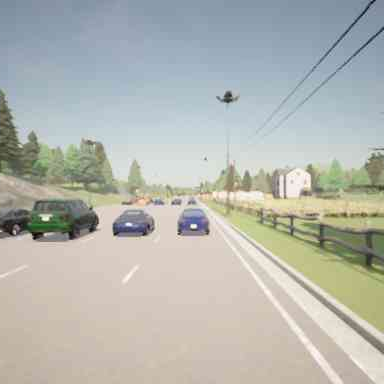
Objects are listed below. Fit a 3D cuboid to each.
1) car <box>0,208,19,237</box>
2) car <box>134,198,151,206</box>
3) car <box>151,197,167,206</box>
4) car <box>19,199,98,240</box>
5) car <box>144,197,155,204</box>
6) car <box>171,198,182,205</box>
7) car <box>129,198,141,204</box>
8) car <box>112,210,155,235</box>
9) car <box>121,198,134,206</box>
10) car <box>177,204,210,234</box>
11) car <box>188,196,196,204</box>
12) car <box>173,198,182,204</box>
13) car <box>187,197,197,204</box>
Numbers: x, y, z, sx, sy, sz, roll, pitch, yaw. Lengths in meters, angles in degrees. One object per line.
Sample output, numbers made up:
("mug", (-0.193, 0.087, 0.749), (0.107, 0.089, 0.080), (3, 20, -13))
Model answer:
("car", (-10.400, 1.681, 19.352), (1.837, 1.490, 4.892), (0, -1, 0))
("car", (-10.503, 1.996, 71.829), (2.097, 1.767, 4.553), (0, -1, 0))
("car", (-7.003, 2.114, 71.441), (1.882, 1.535, 5.008), (0, -1, 0))
("car", (-6.901, 1.388, 18.357), (2.150, 2.045, 5.566), (0, -1, 0))
("car", (-10.503, 2.097, 81.861), (2.128, 1.511, 4.902), (0, -1, 0))
("car", (-3.503, 2.192, 71.824), (1.994, 1.385, 4.181), (0, -1, 0))
("car", (-14.003, 2.125, 81.891), (1.994, 1.385, 4.181), (0, -1, 0))
("car", (-3.401, 1.745, 19.939), (1.994, 1.385, 4.181), (0, -1, 0))
("car", (-14.003, 2.237, 71.916), (1.895, 1.301, 4.718), (0, -1, 0))
("car", (0.086, 1.710, 20.285), (1.812, 1.442, 4.674), (0, -1, 0))
("car", (-0.003, 1.927, 81.833), (2.097, 1.767, 4.553), (0, -1, 0))
("car", (-3.503, 2.124, 81.861), (1.994, 1.385, 4.181), (0, -1, 0))
("car", (-0.003, 2.165, 71.857), (1.812, 1.442, 4.674), (0, -1, 0))
